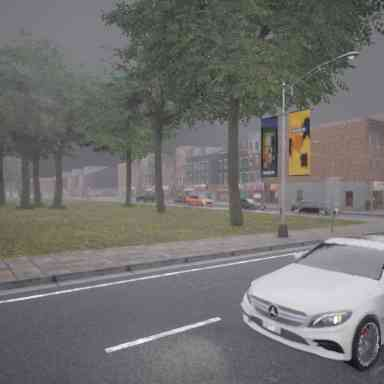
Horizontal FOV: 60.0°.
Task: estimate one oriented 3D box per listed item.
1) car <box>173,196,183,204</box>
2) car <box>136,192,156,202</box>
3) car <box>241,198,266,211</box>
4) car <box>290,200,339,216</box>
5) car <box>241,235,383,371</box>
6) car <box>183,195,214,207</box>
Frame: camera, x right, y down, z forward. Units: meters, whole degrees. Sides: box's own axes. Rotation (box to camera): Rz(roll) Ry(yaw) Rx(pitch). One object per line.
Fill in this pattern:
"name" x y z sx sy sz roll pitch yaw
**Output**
"car" -1.504 1.422 57.518 1.812 1.442 4.674 1 -1 -36
"car" -9.614 1.071 68.860 2.150 2.045 5.566 1 0 -36
"car" 6.883 1.518 40.721 1.812 1.442 4.674 1 0 -36
"car" 12.213 1.568 33.265 2.128 1.511 4.902 1 0 -36
"car" 2.955 1.534 5.803 4.674 1.442 1.812 0 0 -36
"car" 1.161 1.272 48.743 2.097 1.767 4.553 1 0 -35
